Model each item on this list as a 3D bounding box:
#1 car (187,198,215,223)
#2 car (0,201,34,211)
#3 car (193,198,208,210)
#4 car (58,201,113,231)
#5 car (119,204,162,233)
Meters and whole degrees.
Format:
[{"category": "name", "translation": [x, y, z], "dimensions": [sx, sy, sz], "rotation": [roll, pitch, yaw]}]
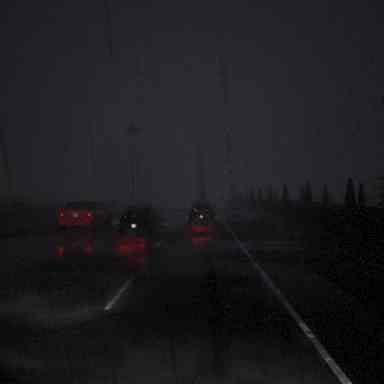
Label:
[{"category": "car", "translation": [0.720, 1.476, 25.522], "dimensions": [1.837, 1.490, 4.892], "rotation": [0, 0, 1]}, {"category": "car", "translation": [-13.462, 1.408, 24.260], "dimensions": [1.882, 1.535, 5.008], "rotation": [0, 0, 2]}, {"category": "car", "translation": [1.150, 1.485, 42.631], "dimensions": [1.812, 1.442, 4.674], "rotation": [0, 0, 1]}, {"category": "car", "translation": [-6.405, 1.308, 20.544], "dimensions": [2.097, 1.767, 4.553], "rotation": [0, 0, 1]}, {"category": "car", "translation": [-2.932, 1.473, 19.483], "dimensions": [1.837, 1.490, 4.892], "rotation": [0, 0, 1]}]
